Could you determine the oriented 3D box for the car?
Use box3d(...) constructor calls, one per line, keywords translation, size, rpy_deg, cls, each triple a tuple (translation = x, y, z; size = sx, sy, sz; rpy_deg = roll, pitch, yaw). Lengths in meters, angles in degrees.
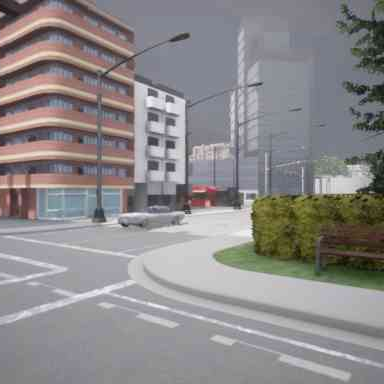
box3d(translation=(-2.573, 1.591, 21.537), size=(1.895, 1.301, 4.718), rpy_deg=(0, 0, 36), cls="car")
